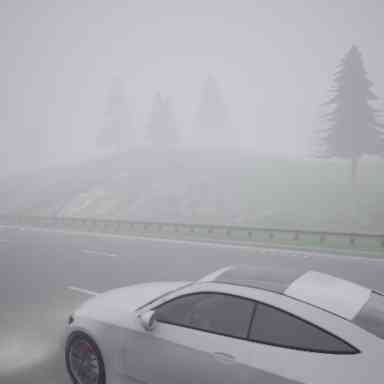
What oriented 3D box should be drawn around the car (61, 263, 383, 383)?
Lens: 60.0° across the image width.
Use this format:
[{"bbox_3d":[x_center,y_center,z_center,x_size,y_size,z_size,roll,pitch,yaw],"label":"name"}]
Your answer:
[{"bbox_3d":[0.551,1.542,3.592,4.674,1.442,1.812,-1,-1,35],"label":"car"}]
